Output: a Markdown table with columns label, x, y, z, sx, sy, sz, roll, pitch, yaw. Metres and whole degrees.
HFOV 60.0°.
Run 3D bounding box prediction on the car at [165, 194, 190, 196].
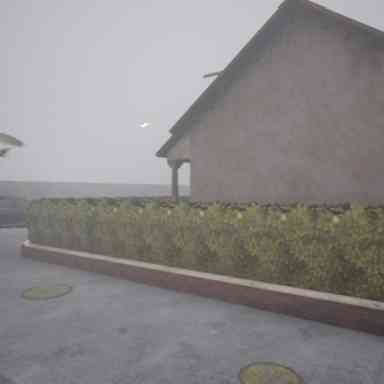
| label | x | y | z | sx | sy | sz | roll | pitch | yaw |
| --- | --- | --- | --- | --- | --- | --- | --- | --- | --- |
| car | -1.936 | 1.235 | 36.159 | 2.150 | 2.045 | 5.566 | 0 | 0 | 36 |

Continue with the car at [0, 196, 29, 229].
| label | x | y | z | sx | sy | sz | roll | pitch | yaw |
| --- | --- | --- | --- | --- | --- | --- | --- | --- | --- |
| car | -9.930 | 1.235 | 17.988 | 2.150 | 2.045 | 5.566 | 0 | 0 | 36 |
